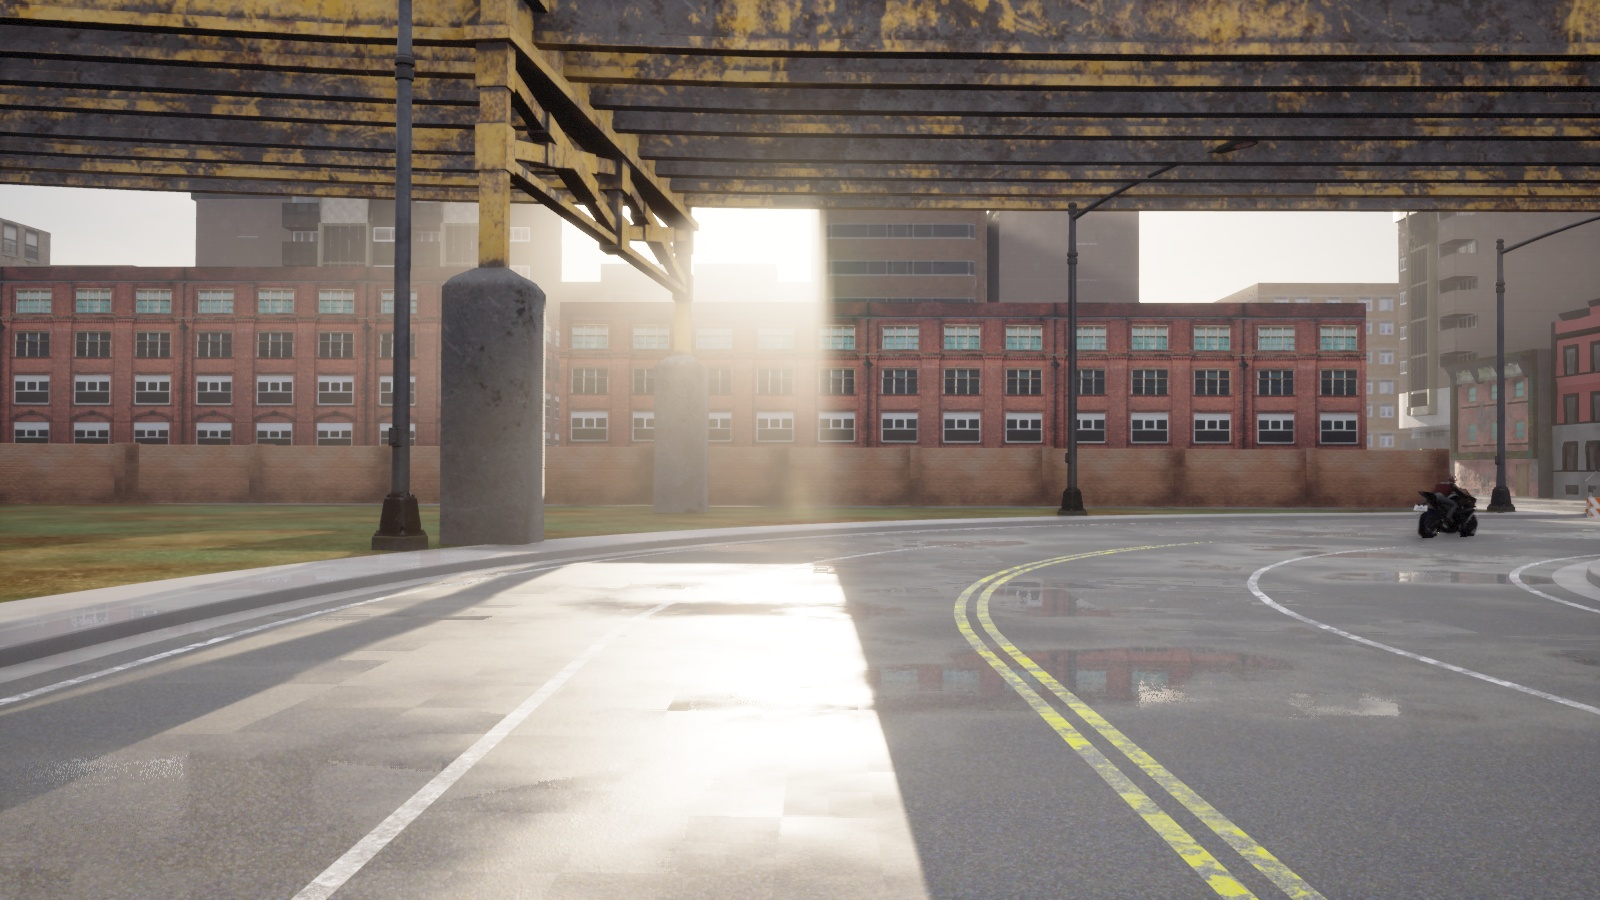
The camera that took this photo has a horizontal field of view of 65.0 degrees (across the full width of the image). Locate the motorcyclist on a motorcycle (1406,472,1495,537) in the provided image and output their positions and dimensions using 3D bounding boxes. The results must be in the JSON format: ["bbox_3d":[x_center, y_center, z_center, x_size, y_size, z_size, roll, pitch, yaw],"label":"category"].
[{"bbox_3d":[15.870,1.299,30.621,2.191,1.530,0.866,0,-1,-30],"label":"motorcyclist on a motorcycle"}]
